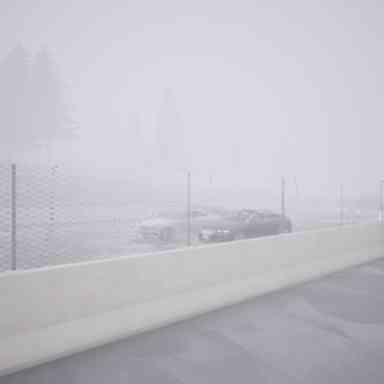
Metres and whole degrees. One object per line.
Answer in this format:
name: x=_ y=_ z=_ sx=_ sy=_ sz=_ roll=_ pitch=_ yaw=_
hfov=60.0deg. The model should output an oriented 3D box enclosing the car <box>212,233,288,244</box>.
car: x=2.477 y=1.517 z=14.790 sx=4.902 sy=1.511 sz=2.128 roll=0 pitch=0 yaw=-39
